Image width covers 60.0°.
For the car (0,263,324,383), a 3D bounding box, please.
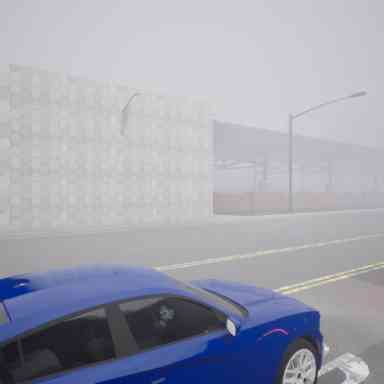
[{"bbox_3d":[-0.733,1.478,3.227,5.008,1.535,1.882,0,0,-36],"label":"car"}]
